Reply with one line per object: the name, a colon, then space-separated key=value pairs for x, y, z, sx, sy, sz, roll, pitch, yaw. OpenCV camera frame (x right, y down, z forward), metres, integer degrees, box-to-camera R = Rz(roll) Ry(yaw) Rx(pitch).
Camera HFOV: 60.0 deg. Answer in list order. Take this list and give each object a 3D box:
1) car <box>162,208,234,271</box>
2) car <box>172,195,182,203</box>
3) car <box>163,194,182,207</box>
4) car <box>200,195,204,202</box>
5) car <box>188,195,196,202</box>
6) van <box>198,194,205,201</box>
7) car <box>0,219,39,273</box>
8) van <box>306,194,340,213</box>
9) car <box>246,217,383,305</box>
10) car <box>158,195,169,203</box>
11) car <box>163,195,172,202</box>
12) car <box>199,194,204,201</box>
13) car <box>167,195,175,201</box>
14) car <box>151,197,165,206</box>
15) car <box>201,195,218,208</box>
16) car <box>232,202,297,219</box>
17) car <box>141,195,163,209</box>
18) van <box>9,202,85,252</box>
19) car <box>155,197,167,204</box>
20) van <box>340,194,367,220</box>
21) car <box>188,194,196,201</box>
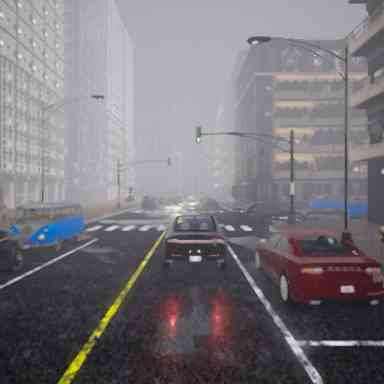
car: x=0.091 y=1.487 z=10.927 sx=2.128 sy=1.511 sz=4.902 roll=0 pitch=0 yaw=0
car: x=-3.055 y=1.489 z=67.936 sx=1.882 sy=1.535 sz=5.008 roll=0 pitch=0 yaw=0
car: x=-3.111 y=1.494 z=52.727 sx=2.128 sy=1.511 sz=4.902 roll=0 pitch=0 yaw=0
car: x=2.646 y=1.546 z=51.408 sx=1.887 sy=1.381 sz=4.507 roll=0 pitch=0 yaw=0
car: x=-0.059 y=1.608 z=76.210 sx=1.895 sy=1.301 sz=4.718 roll=0 pitch=0 yaw=0
van: x=2.616 y=1.377 z=90.102 sx=1.690 sy=1.788 sz=3.998 roll=0 pitch=0 yaw=0
car: x=-5.700 y=1.562 z=7.963 sx=1.947 sy=1.339 sz=4.313 roll=0 pitch=0 yaw=0
van: x=13.683 y=1.105 z=33.445 sx=3.998 sy=1.788 sz=1.690 roll=-1 pitch=1 yaw=0
car: x=2.679 y=1.541 z=7.968 sx=1.887 sy=1.381 sz=4.507 roll=0 pitch=0 yaw=0
car: x=-5.747 y=1.452 z=67.987 sx=1.967 sy=1.590 sz=4.097 roll=0 pitch=0 yaw=0
car: x=-5.755 y=1.548 z=78.871 sx=1.752 sy=1.417 sz=4.829 roll=0 pitch=0 yaw=0
car: x=2.641 y=1.444 z=56.936 sx=1.967 sy=1.590 sz=4.097 roll=0 pitch=0 yaw=0
car: x=-5.763 y=1.580 z=90.097 sx=1.887 sy=1.381 sz=4.507 roll=0 pitch=0 yaw=0
car: x=-5.738 y=1.548 z=56.930 sx=1.887 sy=1.381 sz=4.507 roll=0 pitch=0 yaw=0
car: x=2.651 y=1.544 z=45.881 sx=1.887 sy=1.381 sz=4.507 roll=0 pitch=0 yaw=0
car: x=5.975 y=1.489 z=27.394 sx=5.357 sy=1.411 sz=2.033 roll=-2 pitch=0 yaw=-21
car: x=-5.731 y=1.314 z=45.876 sx=2.192 sy=1.841 sz=5.009 roll=0 pitch=0 yaw=0
van: x=-5.706 y=1.335 z=13.485 sx=1.690 sy=1.788 sz=3.998 roll=0 pitch=0 yaw=0
car: x=-5.742 y=1.573 z=62.459 sx=1.947 sy=1.339 sz=4.313 roll=0 pitch=0 yaw=0
van: x=13.711 y=1.146 z=25.065 sx=3.998 sy=1.788 sz=1.690 roll=-1 pitch=1 yaw=0
car: x=-0.065 y=1.406 z=86.185 sx=2.128 sy=1.511 sz=4.902 roll=0 pitch=0 yaw=0
